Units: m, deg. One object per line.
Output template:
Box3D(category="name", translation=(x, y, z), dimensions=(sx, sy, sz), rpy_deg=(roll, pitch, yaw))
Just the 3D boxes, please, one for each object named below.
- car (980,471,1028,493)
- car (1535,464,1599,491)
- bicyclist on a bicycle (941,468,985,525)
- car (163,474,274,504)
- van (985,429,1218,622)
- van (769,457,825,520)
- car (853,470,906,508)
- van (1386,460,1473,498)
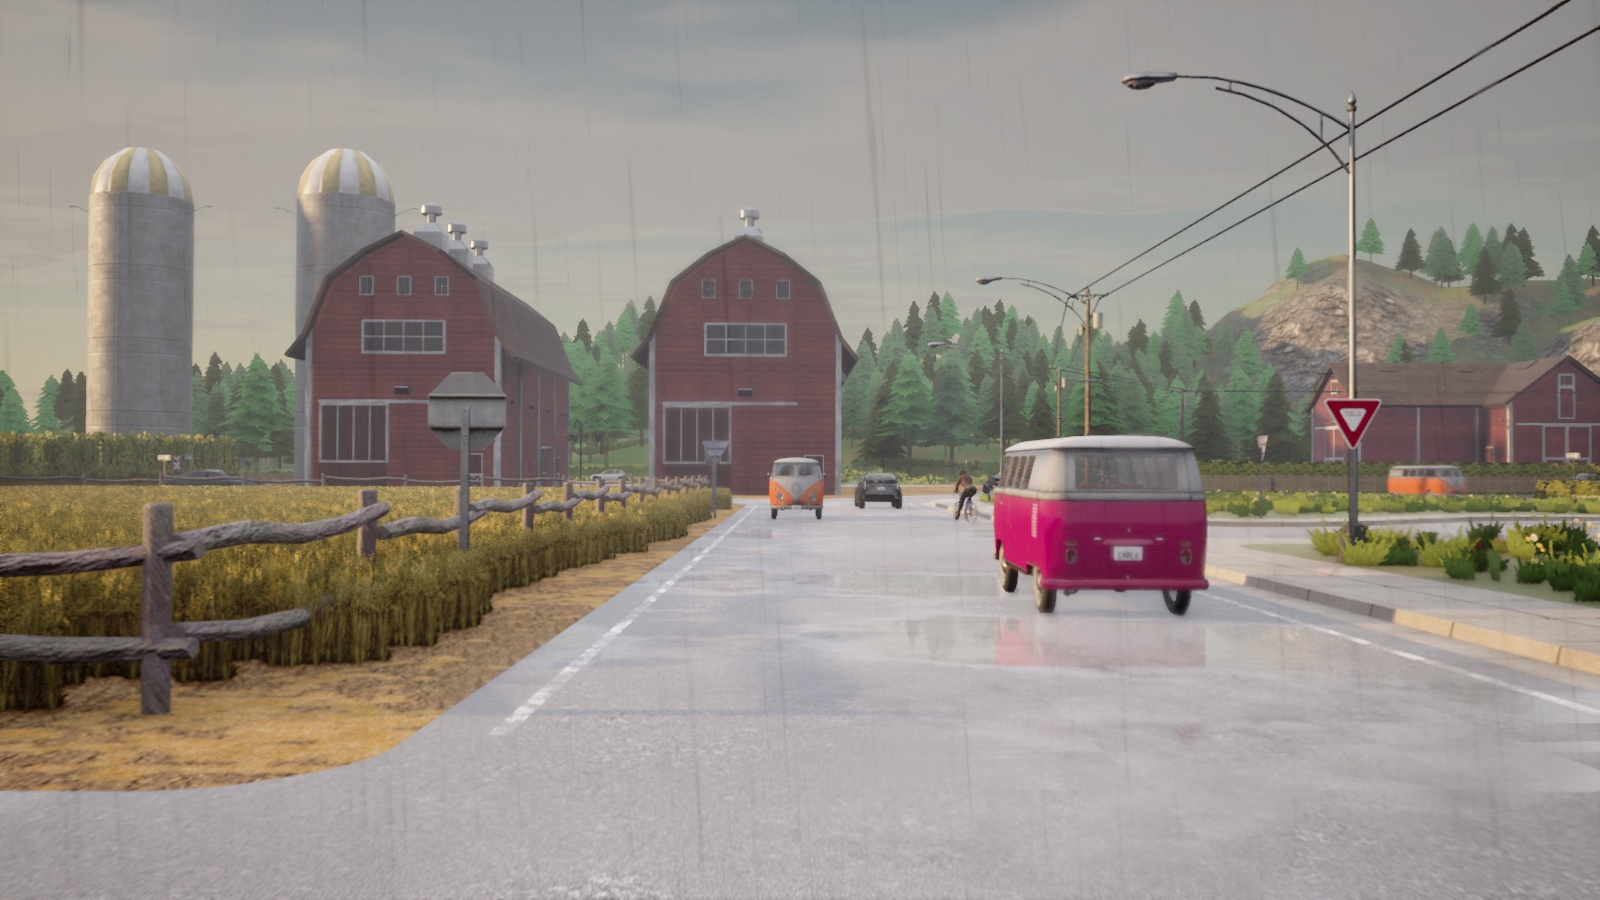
Box3D(category="car", translation=(13.735, 2.130, 84.376), dimensions=(1.994, 1.385, 4.181), rpy_deg=(-1, -1, 27))
Box3D(category="car", translation=(48.395, 1.689, 77.315), dimensions=(5.027, 1.651, 2.152), rpy_deg=(0, -1, 0))
Box3D(category="bicyclist on a bicycle", translation=(4.849, 1.372, 37.448), dimensions=(0.582, 1.620, 1.656), rpy_deg=(3, -2, -19))
Box3D(category="car", translation=(-29.964, 2.020, 64.829), dimensions=(4.892, 1.490, 1.837), rpy_deg=(0, -1, -6))
Box3D(category="van", translation=(3.441, 0.809, 15.187), dimensions=(1.775, 1.987, 4.442), rpy_deg=(0, -1, 1))
Box3D(category="van", translation=(-0.104, 1.266, 41.907), dimensions=(1.775, 1.987, 4.442), rpy_deg=(0, -1, 0))
Box3D(category="car", translation=(3.354, 1.644, 53.725), dimensions=(2.007, 1.525, 4.514), rpy_deg=(0, -1, 0))
Box3D(category="van", translation=(33.807, 1.559, 67.583), dimensions=(1.775, 1.987, 4.442), rpy_deg=(0, -1, -13))
